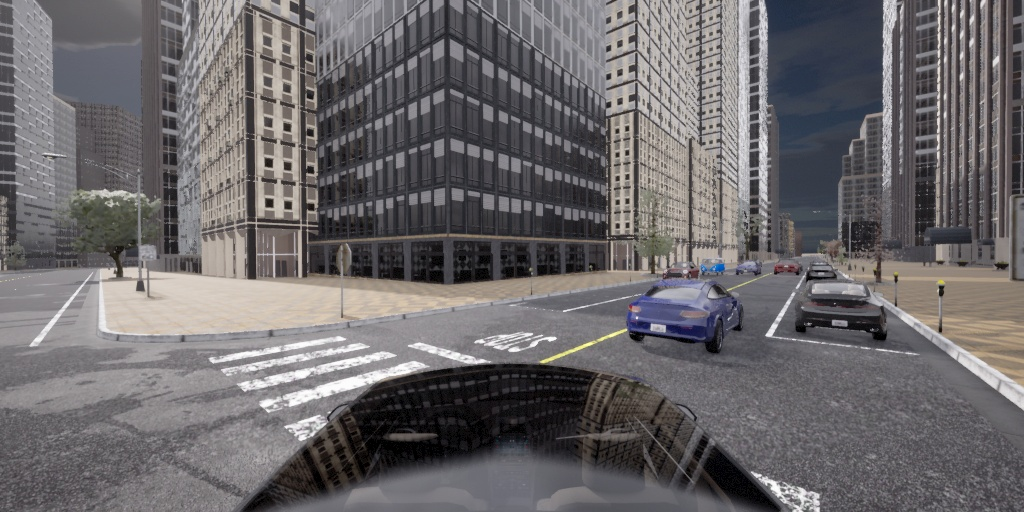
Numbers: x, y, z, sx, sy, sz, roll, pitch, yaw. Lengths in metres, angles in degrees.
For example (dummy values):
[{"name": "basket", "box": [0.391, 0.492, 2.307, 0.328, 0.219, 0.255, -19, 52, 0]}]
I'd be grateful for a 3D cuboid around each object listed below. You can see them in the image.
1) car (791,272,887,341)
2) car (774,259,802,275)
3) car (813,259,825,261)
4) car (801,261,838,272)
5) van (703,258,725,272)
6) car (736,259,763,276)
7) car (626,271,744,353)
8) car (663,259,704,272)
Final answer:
[{"name": "car", "box": [8.906, 1.300, 9.859, 2.007, 1.370, 4.403, 0, 0, 40]}, {"name": "car", "box": [29.233, 1.079, 38.032, 2.097, 1.767, 4.553, 0, 0, 41]}, {"name": "car", "box": [34.365, 1.294, 40.056, 1.948, 1.339, 4.313, 0, 0, 40]}, {"name": "car", "box": [23.411, 1.305, 27.150, 1.948, 1.339, 4.313, 0, 0, 40]}, {"name": "van", "box": [20.676, 1.060, 36.880, 1.690, 1.789, 3.998, 0, 0, 40]}, {"name": "car", "box": [24.914, 1.248, 37.711, 1.812, 1.442, 4.674, 0, 0, 40]}, {"name": "car", "box": [4.405, 1.271, 8.909, 1.812, 1.442, 4.674, 0, 0, 40]}, {"name": "car", "box": [13.376, 1.165, 28.277, 1.967, 1.591, 4.097, 0, 0, 40]}]
